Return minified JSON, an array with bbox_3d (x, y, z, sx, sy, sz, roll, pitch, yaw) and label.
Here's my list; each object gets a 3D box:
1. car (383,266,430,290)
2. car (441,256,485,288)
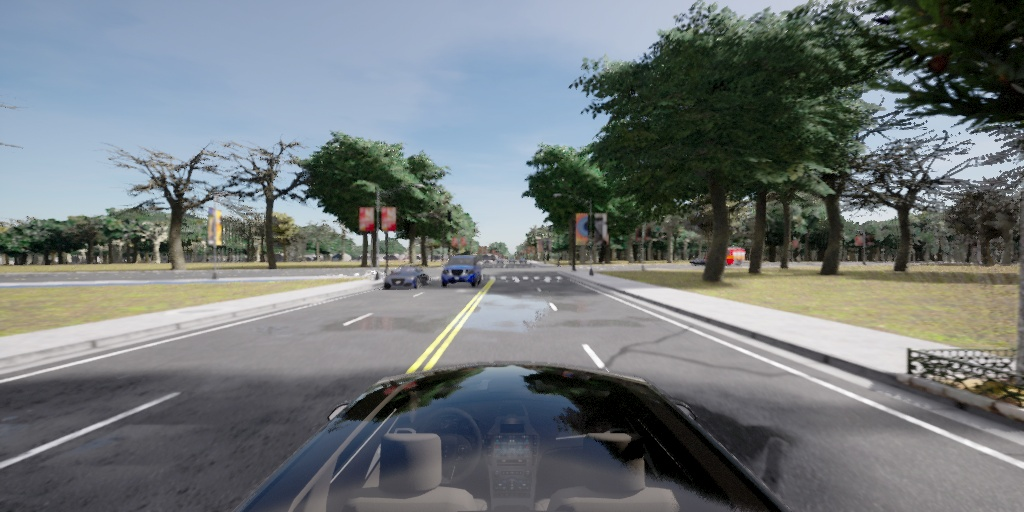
[{"bbox_3d":[-6.568,1.327,22.664,1.994,1.385,4.181,0,0,0],"label":"car"},{"bbox_3d":[-3.308,0.989,24.393,2.150,2.045,5.566,0,0,0],"label":"car"}]
